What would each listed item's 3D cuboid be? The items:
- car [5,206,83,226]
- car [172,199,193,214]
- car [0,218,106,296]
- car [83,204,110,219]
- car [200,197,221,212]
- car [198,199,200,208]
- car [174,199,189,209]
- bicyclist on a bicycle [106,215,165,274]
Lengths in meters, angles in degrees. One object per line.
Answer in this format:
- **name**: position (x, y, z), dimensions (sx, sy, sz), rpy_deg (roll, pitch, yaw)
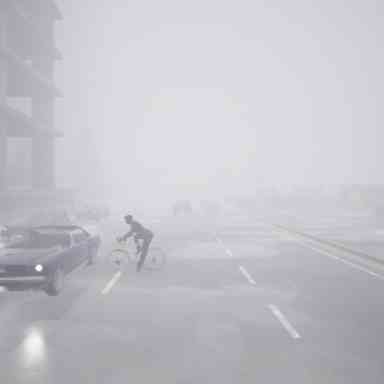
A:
- **car**: position (-7.644, 1.547, 17.278), dimensions (2.033, 1.411, 5.357), rpy_deg (0, 0, -2)
- **car**: position (-1.032, 1.506, 34.716), dimensions (1.837, 1.490, 4.892), rpy_deg (0, 0, -2)
- **car**: position (-3.850, 1.601, 8.758), dimensions (1.895, 1.301, 4.718), rpy_deg (0, 0, -2)
- **car**: position (-7.850, 1.604, 26.273), dimensions (1.895, 1.301, 4.718), rpy_deg (0, 0, -2)
- **car**: position (2.298, 1.564, 39.107), dimensions (1.994, 1.385, 4.181), rpy_deg (0, 0, -2)
- **car**: position (1.938, 1.478, 49.029), dimensions (1.882, 1.535, 5.008), rpy_deg (0, 0, -1)
- **car**: position (-1.402, 1.601, 45.490), dimensions (1.895, 1.301, 4.718), rpy_deg (0, 0, -2)
- **bicyclist on a bicycle**: position (-1.586, 1.455, 9.293), dimensions (1.656, 1.620, 0.582), rpy_deg (-2, 0, -2)
